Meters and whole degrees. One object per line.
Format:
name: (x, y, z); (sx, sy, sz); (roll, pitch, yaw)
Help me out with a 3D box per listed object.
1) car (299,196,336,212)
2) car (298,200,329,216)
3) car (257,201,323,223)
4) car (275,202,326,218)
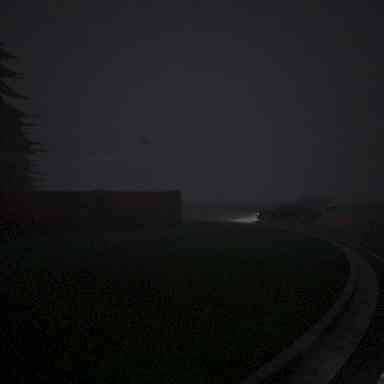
car: (12.865, 1.518, 36.779); (5.566, 2.045, 2.150); (-1, -1, 30)
car: (9.592, 1.761, 30.584); (4.892, 1.490, 1.837); (-1, -1, 30)
car: (7.860, 1.742, 27.543); (4.892, 1.490, 1.837); (-1, -1, 30)
car: (11.011, 1.804, 33.791); (4.674, 1.442, 1.812); (-1, -1, 30)
